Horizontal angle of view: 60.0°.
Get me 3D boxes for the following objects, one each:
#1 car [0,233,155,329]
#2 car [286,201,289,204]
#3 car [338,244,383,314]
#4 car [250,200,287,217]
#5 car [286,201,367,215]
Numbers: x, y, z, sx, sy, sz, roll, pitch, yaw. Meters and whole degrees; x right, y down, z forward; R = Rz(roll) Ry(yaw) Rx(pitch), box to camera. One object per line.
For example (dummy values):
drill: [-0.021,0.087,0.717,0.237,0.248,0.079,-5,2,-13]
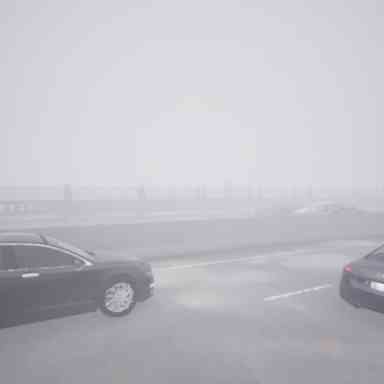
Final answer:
car: [-2.999,1.480,5.762,4.892,1.490,1.837,0,0,-35]
car: [9.676,1.499,24.741,4.674,1.442,1.812,0,0,-22]
car: [4.885,1.563,6.576,4.181,1.385,1.994,0,0,-30]
car: [7.114,1.451,27.443,4.902,1.511,2.128,0,0,-23]
car: [8.599,1.471,20.454,4.902,1.511,2.128,0,0,-24]
